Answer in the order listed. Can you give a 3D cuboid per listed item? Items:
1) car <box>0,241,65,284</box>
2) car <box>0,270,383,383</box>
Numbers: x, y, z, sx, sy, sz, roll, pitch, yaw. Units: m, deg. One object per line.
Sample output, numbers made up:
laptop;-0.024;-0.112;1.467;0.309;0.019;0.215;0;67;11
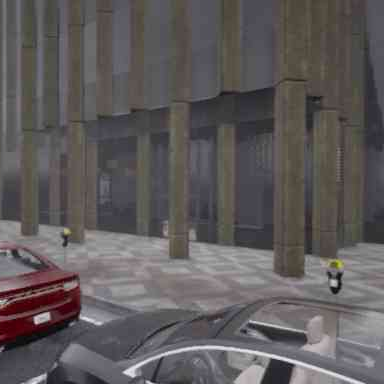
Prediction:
car;-3.777;1.506;5.662;4.507;1.381;1.887;0;0;36
car;0.648;1.546;2.502;4.403;1.369;2.008;0;0;36
